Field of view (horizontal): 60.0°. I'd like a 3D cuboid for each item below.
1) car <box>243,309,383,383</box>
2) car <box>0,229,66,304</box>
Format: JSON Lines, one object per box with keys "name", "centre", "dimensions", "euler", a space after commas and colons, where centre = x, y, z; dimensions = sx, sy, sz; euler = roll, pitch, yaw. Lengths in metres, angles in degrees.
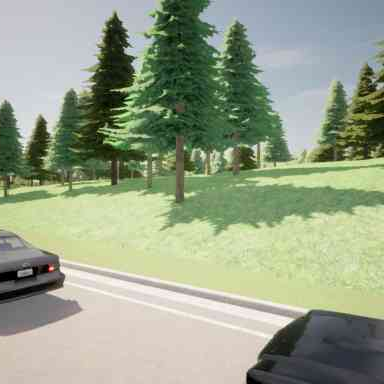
{"name": "car", "centre": [2.680, 1.601, 2.079], "dimensions": [4.718, 1.301, 1.895], "euler": [0, 0, 36]}
{"name": "car", "centre": [-5.138, 1.547, 7.639], "dimensions": [5.357, 1.411, 2.033], "euler": [0, 0, 36]}
